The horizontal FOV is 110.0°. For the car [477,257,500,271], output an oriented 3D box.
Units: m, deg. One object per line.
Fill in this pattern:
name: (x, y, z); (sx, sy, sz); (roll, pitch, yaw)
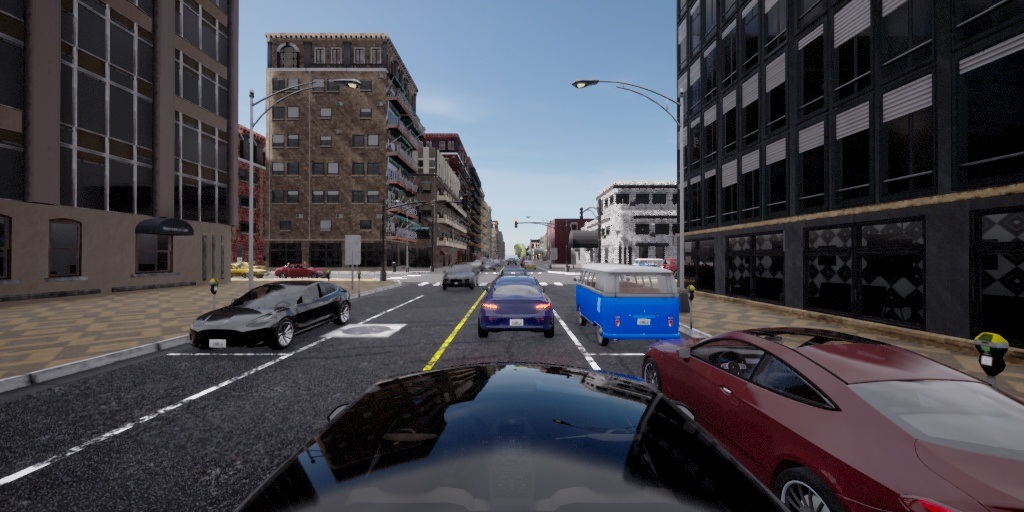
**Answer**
car: (-3.075, 1.270, 47.663); (2.128, 1.511, 4.902); (0, 0, 0)

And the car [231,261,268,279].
car: (-22.952, 1.216, 29.882); (4.829, 1.417, 1.751); (0, 0, 0)

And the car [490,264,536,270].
car: (0.097, 1.318, 18.534); (1.994, 1.385, 4.181); (0, 0, 0)

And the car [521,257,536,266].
car: (2.704, 1.311, 54.038); (1.751, 1.417, 4.829); (0, 0, 0)

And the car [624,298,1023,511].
car: (2.658, 1.332, 3.392); (1.802, 1.307, 4.207); (0, 0, 0)

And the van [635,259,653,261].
van: (14.906, 1.175, 38.343); (3.998, 1.789, 1.690); (0, 0, 0)

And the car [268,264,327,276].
car: (-17.460, 1.284, 29.894); (4.207, 1.307, 1.802); (0, 0, 0)

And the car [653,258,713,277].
car: (14.927, 1.107, 29.963); (5.009, 1.841, 2.192); (0, 0, 0)

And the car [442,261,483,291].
car: (-3.094, 1.261, 22.266); (1.837, 1.490, 4.892); (0, 0, 0)

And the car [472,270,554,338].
car: (0.103, 1.277, 10.082); (1.812, 1.442, 4.674); (0, 0, 0)

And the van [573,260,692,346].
van: (2.659, 1.092, 9.082); (1.690, 1.789, 3.998); (0, 0, 0)

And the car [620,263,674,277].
car: (13.412, 1.418, 35.773); (4.718, 1.301, 1.895); (0, 0, 1)

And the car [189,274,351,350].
car: (-5.688, 1.317, 9.109); (1.948, 1.339, 4.313); (0, 0, 0)

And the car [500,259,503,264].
car: (-3.042, 1.325, 64.754); (1.812, 1.442, 4.674); (0, 0, 0)

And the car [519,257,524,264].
car: (2.707, 1.382, 64.946); (1.802, 1.307, 4.207); (0, 0, 0)
